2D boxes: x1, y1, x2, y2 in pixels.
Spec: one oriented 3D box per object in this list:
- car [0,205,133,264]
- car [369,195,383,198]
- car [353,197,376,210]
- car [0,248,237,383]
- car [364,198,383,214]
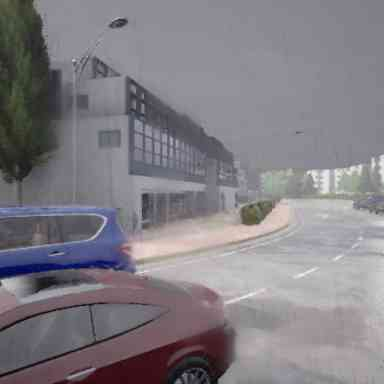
[{"bbox_3d":[-3.697,1.284,5.716,5.566,2.045,2.150,0,0,-38],"label":"car"},{"bbox_3d":[30.086,1.514,54.593,2.150,2.045,5.566,0,0,18],"label":"car"},{"bbox_3d":[24.315,1.810,47.491,2.033,1.411,5.357,0,0,17],"label":"car"},{"bbox_3d":[-1.590,1.559,3.038,4.674,1.442,1.812,0,0,-38],"label":"car"},{"bbox_3d":[21.290,1.745,37.349,2.033,1.411,5.357,0,0,17],"label":"car"}]
